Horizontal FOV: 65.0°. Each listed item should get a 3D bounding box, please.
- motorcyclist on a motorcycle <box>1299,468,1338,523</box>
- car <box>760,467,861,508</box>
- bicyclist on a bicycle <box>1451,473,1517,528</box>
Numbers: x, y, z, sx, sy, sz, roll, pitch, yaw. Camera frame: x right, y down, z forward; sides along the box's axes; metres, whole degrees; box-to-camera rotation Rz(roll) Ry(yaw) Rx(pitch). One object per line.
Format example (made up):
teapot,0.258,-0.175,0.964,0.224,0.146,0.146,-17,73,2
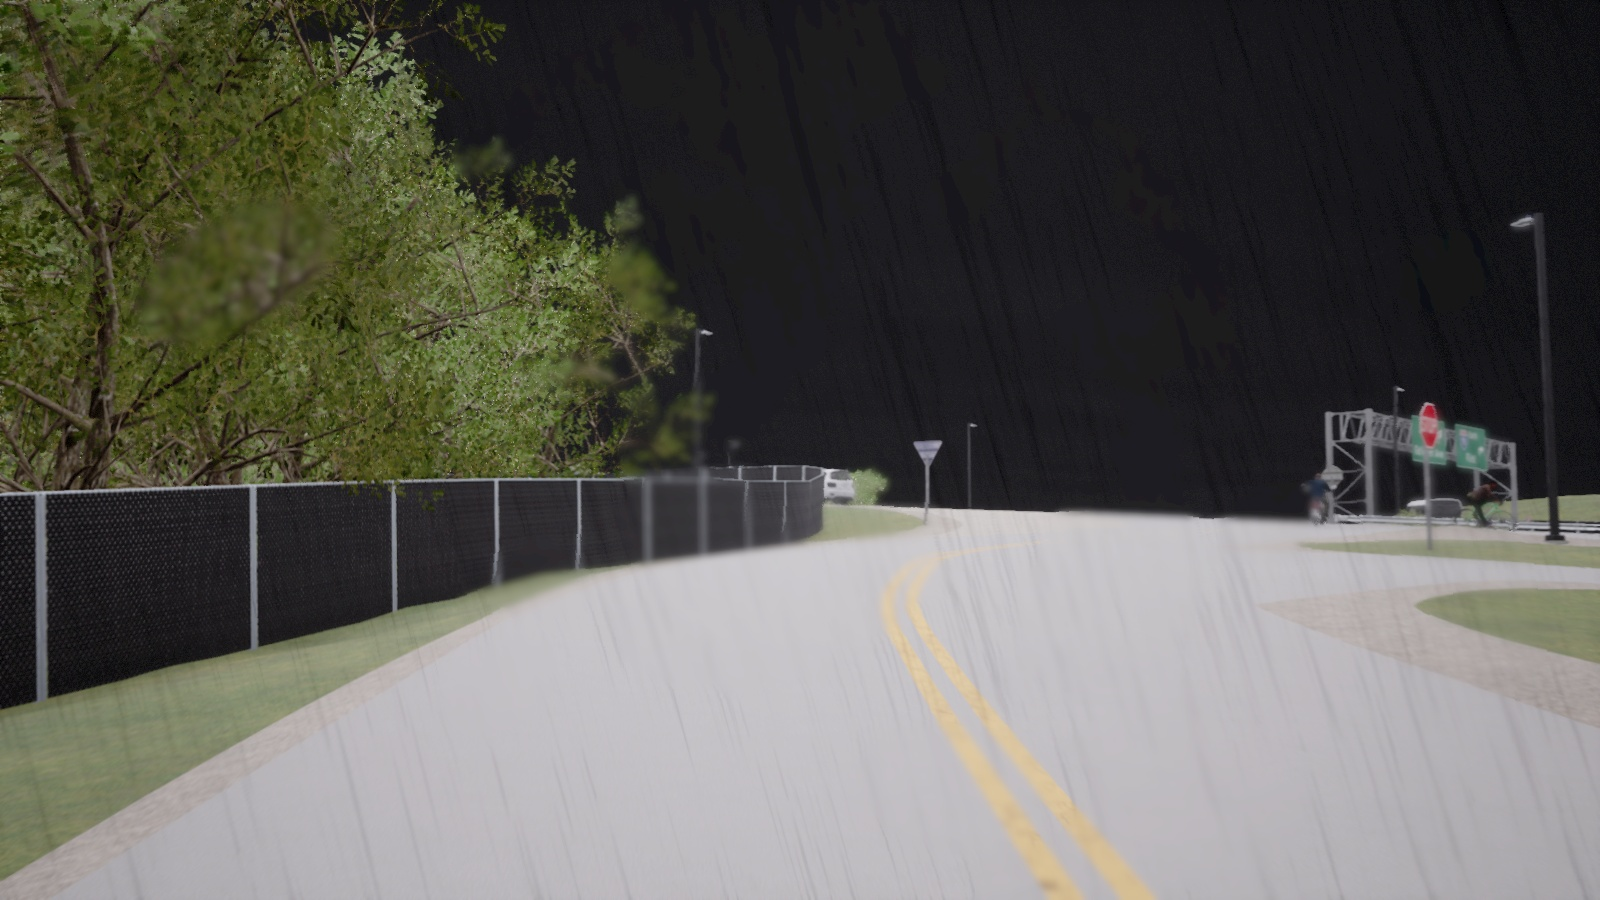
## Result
motorcyclist on a motorcycle,15.617,1.368,37.809,0.866,1.590,1.817,-2,-2,29
car,0.509,2.061,67.277,2.150,2.045,5.566,5,-6,-42
bicyclist on a bicycle,20.884,1.541,38.357,1.656,1.620,0.582,2,-2,15
